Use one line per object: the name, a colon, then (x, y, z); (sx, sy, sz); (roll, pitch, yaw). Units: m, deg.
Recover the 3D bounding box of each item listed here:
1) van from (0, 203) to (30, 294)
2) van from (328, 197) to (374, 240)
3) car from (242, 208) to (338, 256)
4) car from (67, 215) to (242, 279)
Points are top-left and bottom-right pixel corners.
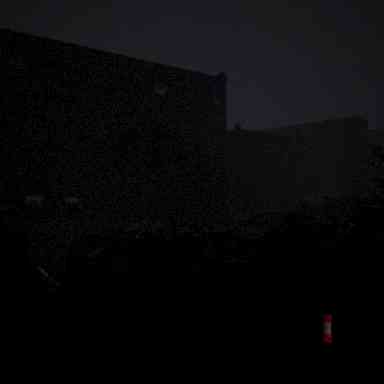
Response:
van: (-5.761, 1.218, 6.603); (4.442, 1.987, 1.878); (0, 0, -33)
van: (8.647, 1.258, 16.899); (4.442, 1.987, 1.878); (2, -1, -38)
car: (3.350, 1.491, 13.109); (4.792, 1.488, 2.163); (2, -1, -37)
car: (-1.134, 1.442, 9.905); (4.892, 1.521, 2.231); (2, -1, -37)
